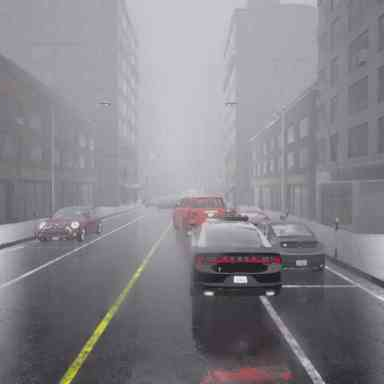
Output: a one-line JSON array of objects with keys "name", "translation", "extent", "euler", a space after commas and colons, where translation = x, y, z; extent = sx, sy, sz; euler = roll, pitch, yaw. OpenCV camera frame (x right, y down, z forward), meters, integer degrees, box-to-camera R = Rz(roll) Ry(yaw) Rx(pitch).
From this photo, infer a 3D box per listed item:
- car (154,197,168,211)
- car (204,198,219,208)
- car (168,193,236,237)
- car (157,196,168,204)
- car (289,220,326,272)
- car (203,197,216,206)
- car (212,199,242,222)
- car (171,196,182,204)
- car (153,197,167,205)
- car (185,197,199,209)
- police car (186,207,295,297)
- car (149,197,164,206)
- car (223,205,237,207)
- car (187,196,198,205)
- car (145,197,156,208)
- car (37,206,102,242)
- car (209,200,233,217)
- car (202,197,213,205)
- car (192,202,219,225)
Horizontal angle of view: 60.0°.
[{"name": "car", "translation": [-3.095, 1.608, 40.525], "extent": [1.895, 1.301, 4.718], "euler": [0, 0, 0]}, {"name": "car", "translation": [2.764, 1.578, 49.088], "extent": [1.947, 1.339, 4.313], "euler": [-1, 0, 0]}, {"name": "car", "translation": [0.339, 1.210, 18.445], "extent": [2.150, 2.045, 5.566], "euler": [-1, 0, -12]}, {"name": "car", "translation": [-5.758, 1.570, 65.606], "extent": [1.887, 1.381, 4.507], "euler": [-1, 0, 0]}, {"name": "car", "translation": [2.754, 1.549, 10.551], "extent": [2.008, 1.369, 4.403], "euler": [-1, 0, 0]}, {"name": "car", "translation": [2.765, 1.561, 54.593], "extent": [1.887, 1.381, 4.507], "euler": [-1, 0, 0]}, {"name": "car", "translation": [2.757, 1.442, 27.067], "extent": [1.967, 1.590, 4.097], "euler": [-1, 0, 0]}, {"name": "car", "translation": [-2.988, 1.589, 64.945], "extent": [1.994, 1.385, 4.181], "euler": [0, 0, 0]}, {"name": "car", "translation": [-5.759, 1.571, 60.100], "extent": [2.008, 1.369, 4.403], "euler": [-1, 0, 0]}, {"name": "car", "translation": [0.030, 1.516, 46.849], "extent": [1.837, 1.490, 4.892], "euler": [0, 0, 1]}, {"name": "police car", "translation": [0.901, 1.424, 8.763], "extent": [1.930, 1.638, 5.238], "euler": [0, 0, 0]}, {"name": "car", "translation": [-5.760, 1.582, 54.595], "extent": [1.947, 1.339, 4.313], "euler": [-1, 0, 0]}, {"name": "car", "translation": [2.756, 1.544, 16.057], "extent": [1.887, 1.381, 4.507], "euler": [-1, 0, 0]}, {"name": "car", "translation": [0.014, 1.498, 59.493], "extent": [1.882, 1.535, 5.008], "euler": [0, 0, 0]}, {"name": "car", "translation": [-5.763, 1.453, 49.090], "extent": [1.967, 1.590, 4.097], "euler": [-1, 0, 0]}, {"name": "car", "translation": [-5.771, 1.439, 16.059], "extent": [1.967, 1.590, 4.097], "euler": [-1, 0, 0]}, {"name": "car", "translation": [2.760, 1.548, 32.572], "extent": [1.887, 1.381, 4.507], "euler": [-1, 0, 0]}, {"name": "car", "translation": [2.766, 1.565, 60.098], "extent": [1.887, 1.381, 4.507], "euler": [-1, 0, 0]}, {"name": "car", "translation": [0.906, 1.527, 24.655], "extent": [1.812, 1.442, 4.674], "euler": [0, 0, 0]}]
